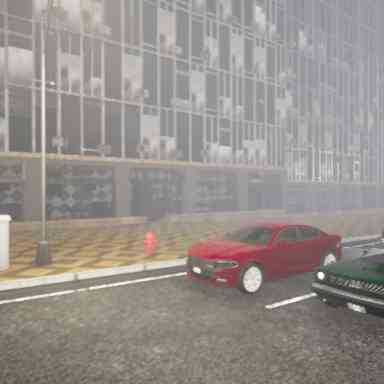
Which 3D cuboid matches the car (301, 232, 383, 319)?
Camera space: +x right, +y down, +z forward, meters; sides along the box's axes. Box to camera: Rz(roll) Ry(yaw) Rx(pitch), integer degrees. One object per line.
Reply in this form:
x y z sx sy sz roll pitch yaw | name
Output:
4.602 1.687 6.931 4.718 1.301 1.895 1 0 -35 | car

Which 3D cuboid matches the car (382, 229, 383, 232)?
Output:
10.225 1.753 14.850 4.181 1.385 1.994 1 0 -36 | car

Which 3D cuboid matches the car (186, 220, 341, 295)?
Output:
2.136 1.556 9.145 5.008 1.535 1.882 1 0 -36 | car
